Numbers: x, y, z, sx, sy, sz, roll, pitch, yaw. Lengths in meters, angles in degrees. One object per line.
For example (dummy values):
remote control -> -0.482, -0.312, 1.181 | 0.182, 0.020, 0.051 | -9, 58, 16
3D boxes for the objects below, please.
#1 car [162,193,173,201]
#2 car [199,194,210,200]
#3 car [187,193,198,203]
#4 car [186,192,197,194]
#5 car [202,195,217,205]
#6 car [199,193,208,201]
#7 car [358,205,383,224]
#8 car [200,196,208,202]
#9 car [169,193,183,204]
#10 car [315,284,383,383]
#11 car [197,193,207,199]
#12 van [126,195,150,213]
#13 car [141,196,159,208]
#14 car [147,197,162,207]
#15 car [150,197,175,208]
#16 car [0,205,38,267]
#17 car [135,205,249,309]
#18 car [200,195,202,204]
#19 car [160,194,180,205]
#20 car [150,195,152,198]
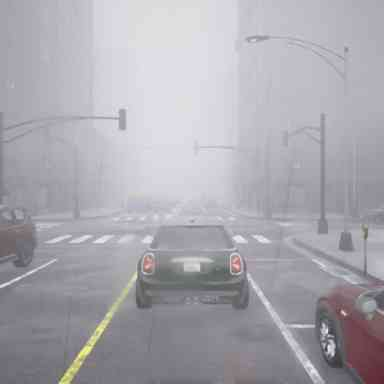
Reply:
car -> -5.847, 1.272, 80.270 | 2.192, 1.841, 5.009 | 0, 0, 0
car -> 2.676, 1.536, 57.907 | 1.947, 1.339, 4.313 | 0, 0, 0
car -> 0.064, 1.491, 66.534 | 1.812, 1.442, 4.674 | 0, 0, 0
car -> 0.011, 1.333, 76.501 | 1.812, 1.442, 4.674 | 0, 0, 0
car -> 2.674, 1.502, 46.888 | 1.752, 1.417, 4.829 | 0, 0, 0
car -> 3.013, 1.178, 86.512 | 2.150, 2.045, 5.566 | 0, 0, 0
car -> 14.379, 1.506, 23.677 | 4.674, 1.442, 1.812 | 0, 0, 1
car -> 2.678, 1.542, 74.690 | 1.802, 1.307, 4.206 | 0, 0, 0
car -> -3.063, 1.447, 59.750 | 1.882, 1.535, 5.008 | 0, 0, 1
car -> 2.667, 1.439, 3.057 | 1.967, 1.590, 4.097 | 0, 0, 0
car -> 2.676, 1.282, 63.501 | 2.192, 1.841, 5.009 | 0, 0, 0
van -> -5.854, 1.324, 35.504 | 1.690, 1.788, 3.998 | 0, 0, 0
car -> -5.852, 1.417, 46.696 | 1.967, 1.590, 4.097 | 0, 0, 0
car -> -5.851, 1.518, 52.291 | 1.887, 1.381, 4.507 | 0, 0, 0
car -> -3.120, 1.530, 35.815 | 2.033, 1.411, 5.357 | 0, 0, -4
car -> -5.858, 1.311, 8.556 | 2.192, 1.841, 5.009 | 0, 0, 0
car -> 0.010, 1.349, 7.995 | 2.097, 1.767, 4.553 | 0, 0, 0
car -> 2.675, 1.524, 52.312 | 2.008, 1.369, 4.403 | 0, 0, 0
car -> -3.094, 1.455, 46.142 | 1.882, 1.535, 5.008 | 0, 0, 0
car -> -5.853, 1.295, 41.100 | 2.192, 1.841, 5.009 | 0, 0, 0
